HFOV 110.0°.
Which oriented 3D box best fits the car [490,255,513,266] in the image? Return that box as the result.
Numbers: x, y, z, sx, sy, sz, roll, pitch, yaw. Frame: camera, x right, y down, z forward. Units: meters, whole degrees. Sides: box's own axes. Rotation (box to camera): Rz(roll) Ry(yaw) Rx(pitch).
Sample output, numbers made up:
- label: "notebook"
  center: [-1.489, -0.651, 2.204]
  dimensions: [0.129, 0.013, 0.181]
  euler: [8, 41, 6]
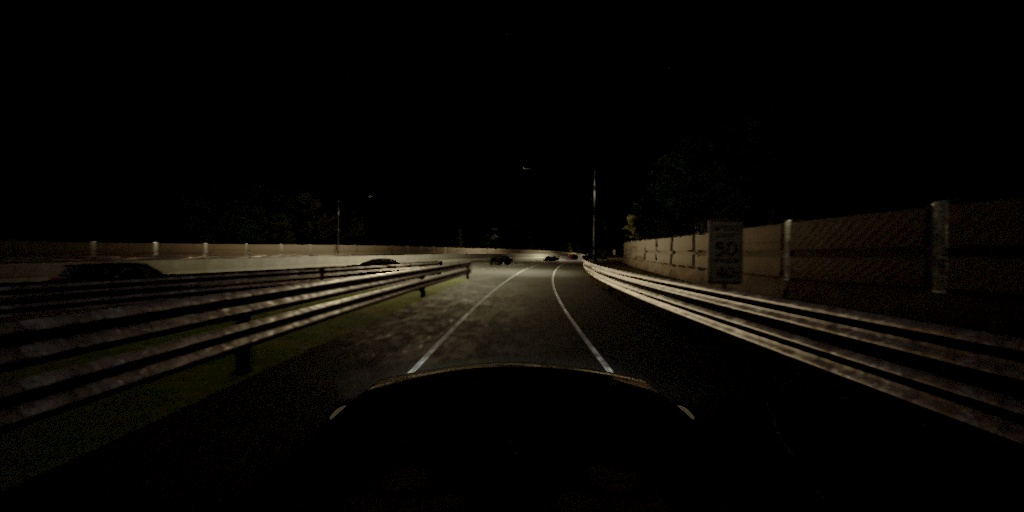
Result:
- label: "car"
  center: [-1.416, 0.608, 49.585]
  dimensions: [1.837, 1.490, 4.892]
  euler: [0, 1, 24]

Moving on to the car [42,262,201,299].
- label: "car"
  center: [-16.488, 1.065, 15.552]
  dimensions: [2.097, 1.767, 4.553]
  euler: [1, 1, 24]

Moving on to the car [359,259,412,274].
- label: "car"
  center: [-10.305, 0.956, 29.505]
  dimensions: [1.837, 1.490, 4.892]
  euler: [1, 1, 24]
